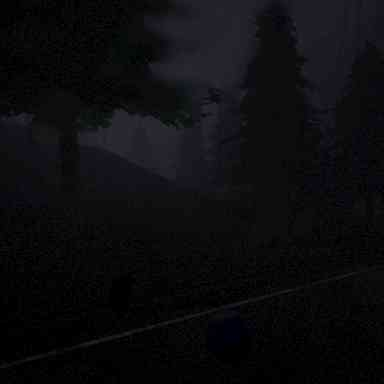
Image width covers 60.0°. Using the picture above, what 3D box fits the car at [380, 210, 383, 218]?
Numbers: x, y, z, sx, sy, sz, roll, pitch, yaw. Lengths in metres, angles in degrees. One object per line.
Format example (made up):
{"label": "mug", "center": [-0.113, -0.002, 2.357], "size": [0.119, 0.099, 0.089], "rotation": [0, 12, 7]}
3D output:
{"label": "car", "center": [15.494, 1.574, 23.141], "size": [1.994, 1.385, 4.181], "rotation": [0, 0, -39]}
